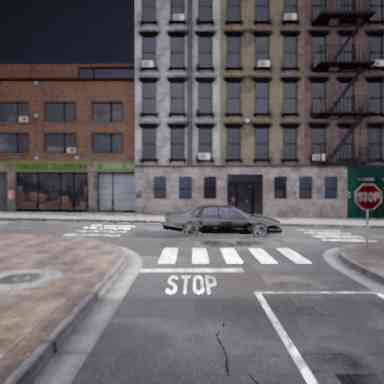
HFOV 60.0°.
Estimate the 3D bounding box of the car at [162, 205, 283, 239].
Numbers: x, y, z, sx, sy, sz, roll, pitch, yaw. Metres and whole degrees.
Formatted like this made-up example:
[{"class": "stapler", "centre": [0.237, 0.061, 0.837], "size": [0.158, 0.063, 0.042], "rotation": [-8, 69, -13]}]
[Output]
[{"class": "car", "centre": [1.317, 1.305, 15.329], "size": [5.357, 1.411, 2.033], "rotation": [1, 1, 0]}]
